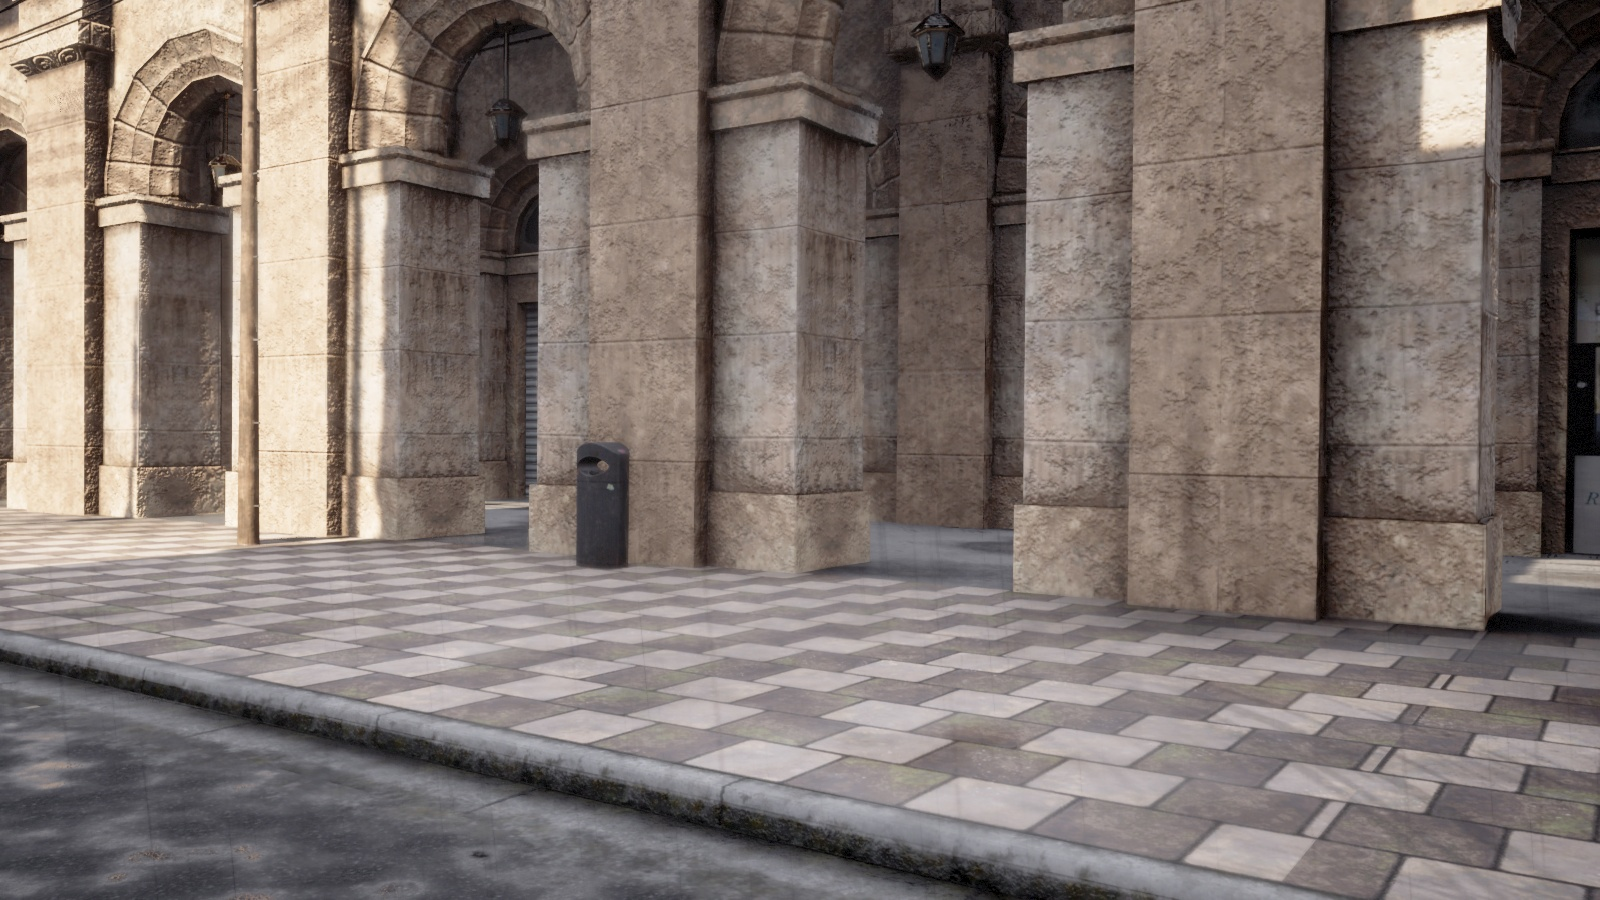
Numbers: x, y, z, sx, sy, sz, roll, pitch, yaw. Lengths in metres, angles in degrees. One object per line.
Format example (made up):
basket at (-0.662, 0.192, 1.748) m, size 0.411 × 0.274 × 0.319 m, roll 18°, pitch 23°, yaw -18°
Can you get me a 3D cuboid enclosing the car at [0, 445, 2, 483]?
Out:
car at (-30.009, 0.524, 42.477) m, size 1.895 × 1.301 × 4.718 m, roll 0°, pitch 1°, yaw 34°
